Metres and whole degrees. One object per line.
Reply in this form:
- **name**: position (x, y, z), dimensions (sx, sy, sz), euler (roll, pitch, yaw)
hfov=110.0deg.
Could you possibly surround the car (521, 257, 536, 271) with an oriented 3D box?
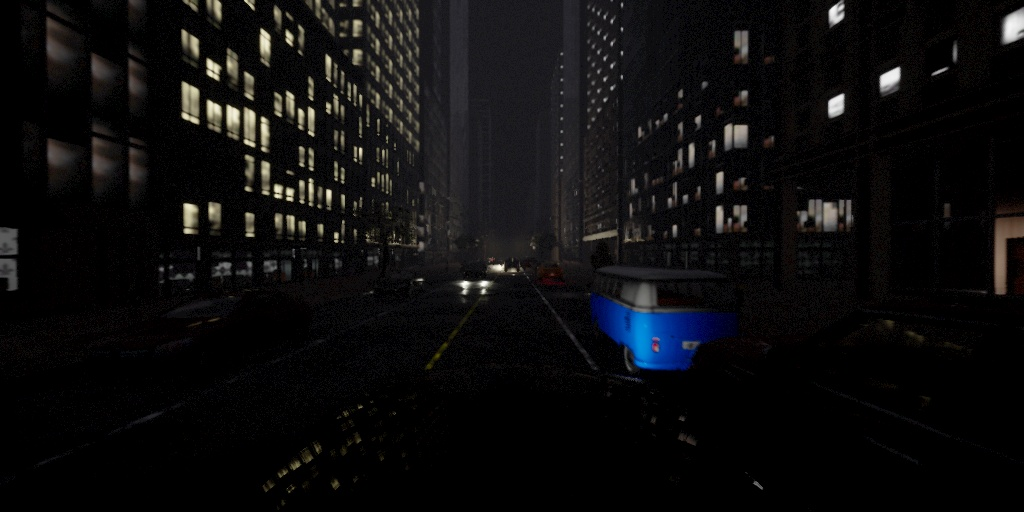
- **car**: position (2.678, 1.150, 52.681), dimensions (2.192, 1.841, 5.009), euler (0, 0, 0)

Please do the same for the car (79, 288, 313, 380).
- **car**: position (-5.693, 1.341, 7.210), dimensions (1.802, 1.307, 4.207), euler (0, 0, 0)

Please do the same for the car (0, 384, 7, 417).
- **car**: position (-5.692, 1.300, 1.526), dimensions (2.007, 1.370, 4.403), euler (0, 0, 0)

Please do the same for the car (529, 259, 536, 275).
- **car**: position (3.138, 1.314, 37.413), dimensions (1.837, 1.490, 4.892), euler (0, 0, 0)

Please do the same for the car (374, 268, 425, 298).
- **car**: position (-5.695, 1.329, 18.577), dimensions (2.007, 1.370, 4.403), euler (0, 0, 0)

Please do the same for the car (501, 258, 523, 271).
- **car**: position (-0.008, 1.178, 45.506), dimensions (2.033, 1.411, 5.357), euler (0, 0, 0)

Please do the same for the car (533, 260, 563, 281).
- **car**: position (3.134, 1.276, 30.413), dimensions (1.882, 1.535, 5.008), euler (0, 0, 0)

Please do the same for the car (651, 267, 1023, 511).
- **car**: position (2.689, 1.065, 1.528), dimensions (2.192, 1.841, 5.009), euler (0, 0, 0)

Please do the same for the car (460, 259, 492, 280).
- **car**: position (-3.105, 1.278, 31.545), dimensions (1.882, 1.535, 5.008), euler (0, 0, 0)

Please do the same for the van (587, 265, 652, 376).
- **van**: position (2.688, 1.100, 7.211), dimensions (1.690, 1.789, 3.998), euler (0, 0, 0)
